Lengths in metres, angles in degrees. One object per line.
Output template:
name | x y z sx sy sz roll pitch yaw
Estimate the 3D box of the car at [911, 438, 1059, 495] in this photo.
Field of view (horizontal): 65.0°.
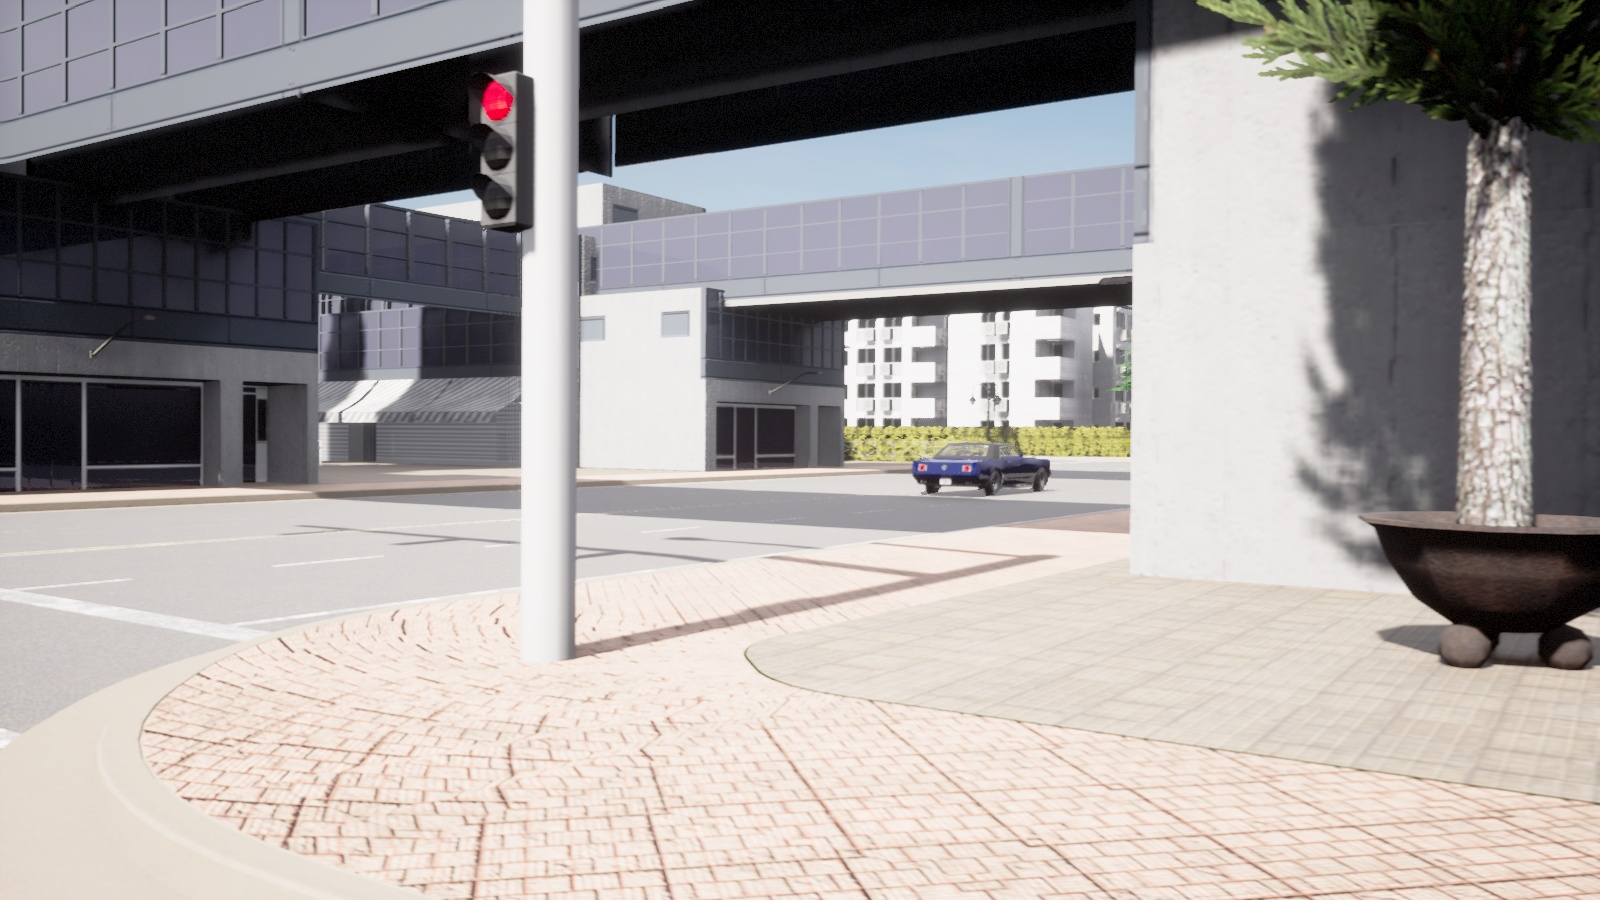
car | 4.844 0.373 32.353 1.895 1.301 4.718 0 1 34
